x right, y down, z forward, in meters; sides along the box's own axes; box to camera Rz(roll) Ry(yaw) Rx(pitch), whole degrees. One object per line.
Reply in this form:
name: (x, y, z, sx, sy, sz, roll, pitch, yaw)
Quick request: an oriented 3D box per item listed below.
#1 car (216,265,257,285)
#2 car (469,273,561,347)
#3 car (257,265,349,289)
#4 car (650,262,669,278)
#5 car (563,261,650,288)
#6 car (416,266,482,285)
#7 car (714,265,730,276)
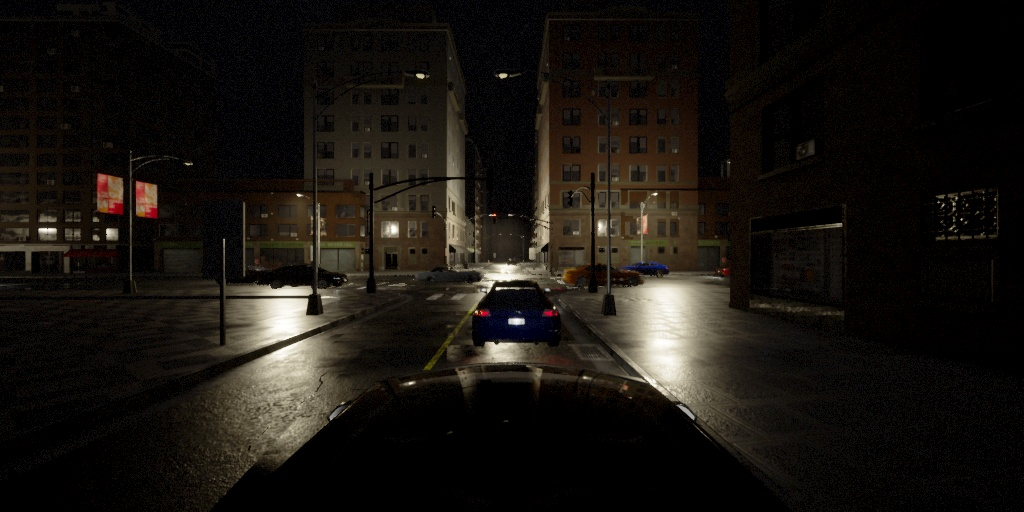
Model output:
car: (-18.730, 1.379, 25.893, 4.181, 1.385, 1.994, 0, 0, 0)
car: (0.098, 1.314, 9.373, 1.994, 1.385, 4.181, 0, 0, 0)
car: (-12.844, 1.297, 22.575, 4.892, 1.490, 1.837, 0, 0, 3)
car: (11.866, 1.217, 32.735, 4.674, 1.442, 1.812, 0, 0, 0)
car: (5.746, 1.194, 22.756, 5.008, 1.535, 1.882, 0, 0, 0)
car: (-4.398, 1.358, 25.959, 4.718, 1.301, 1.895, 0, 0, 0)
car: (20.905, 1.225, 32.772, 4.181, 1.385, 1.994, 0, 0, 0)
